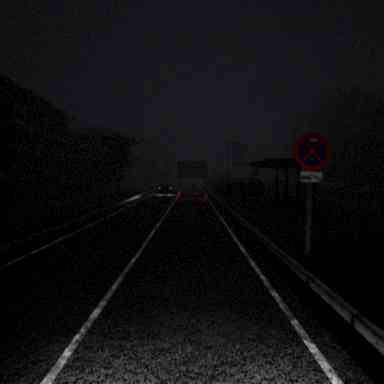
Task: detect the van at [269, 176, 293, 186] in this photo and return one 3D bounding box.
[{"bbox_3d":[18.882,-2.307,70.529,4.442,1.987,1.878,0,3,0],"label":"van"}]

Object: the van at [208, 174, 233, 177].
[{"bbox_3d":[5.807,-2.101,67.150,4.442,1.987,1.878,0,3,0],"label":"van"}]

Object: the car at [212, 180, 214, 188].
[{"bbox_3d":[5.542,-0.510,41.959,5.366,1.575,1.946,0,3,0],"label":"car"}]

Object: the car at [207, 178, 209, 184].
[{"bbox_3d":[5.696,-1.513,61.564,4.674,1.452,2.002,0,3,0],"label":"car"}]

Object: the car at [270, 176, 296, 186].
[{"bbox_3d":[18.745,-2.004,64.984,5.566,2.045,2.435,0,3,0],"label":"car"}]

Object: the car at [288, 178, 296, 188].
[{"bbox_3d":[18.784,-1.136,53.908,5.008,1.535,2.097,0,3,0],"label":"car"}]

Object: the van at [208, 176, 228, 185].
[{"bbox_3d":[5.794,-2.605,75.543,4.442,1.987,1.878,0,3,0],"label":"van"}]

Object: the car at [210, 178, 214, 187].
[{"bbox_3d":[5.710,-0.946,50.358,5.008,1.535,2.097,0,3,0],"label":"car"}]

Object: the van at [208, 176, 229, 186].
[{"bbox_3d":[5.798,-2.437,72.744,4.442,1.987,1.878,0,3,0],"label":"van"}]

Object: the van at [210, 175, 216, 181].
[{"bbox_3d":[5.594,-1.318,53.149,4.442,1.987,1.878,0,3,0],"label":"van"}]

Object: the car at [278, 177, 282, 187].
[{"bbox_3d":[18.806,-1.564,62.230,4.792,1.488,2.163,0,3,0],"label":"car"}]

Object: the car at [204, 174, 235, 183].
[{"bbox_3d":[5.658,-2.294,69.944,5.566,2.045,2.435,0,3,0],"label":"car"}]

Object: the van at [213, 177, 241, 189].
[{"bbox_3d":[5.823,-1.469,55.947,4.442,1.987,1.878,0,3,0],"label":"van"}]

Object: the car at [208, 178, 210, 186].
[{"bbox_3d":[5.732,-1.365,58.760,4.792,1.488,2.163,0,3,0],"label":"car"}]

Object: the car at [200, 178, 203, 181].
[{"bbox_3d":[5.633,-3.303,86.734,5.566,2.045,2.435,0,3,0],"label":"car"}]

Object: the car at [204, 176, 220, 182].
[{"bbox_3d":[5.617,-3.681,95.136,4.553,1.767,2.185,0,3,0],"label":"car"}]

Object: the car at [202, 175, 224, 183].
[{"bbox_3d":[5.629,-3.471,89.532,5.566,2.045,2.435,0,3,0],"label":"car"}]

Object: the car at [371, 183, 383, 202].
[{"bbox_3d":[18.797,0.198,28.962,4.792,1.488,2.163,0,3,0],"label":"car"}]

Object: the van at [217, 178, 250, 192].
[{"bbox_3d":[5.836,-1.025,47.547,4.442,1.987,1.878,0,3,0],"label":"van"}]

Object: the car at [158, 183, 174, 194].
[{"bbox_3d":[-3.344,-0.472,43.431,1.895,1.301,4.718,0,3,0],"label":"car"}]

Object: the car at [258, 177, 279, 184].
[{"bbox_3d":[18.779,-2.872,81.618,4.553,1.767,2.185,0,3,0],"label":"car"}]

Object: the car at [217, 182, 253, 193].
[{"bbox_3d":[5.726,-0.613,44.761,4.674,1.452,2.002,0,3,0],"label":"car"}]

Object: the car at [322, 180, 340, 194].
[{"bbox_3d":[18.816,-0.409,40.047,4.892,1.521,2.231,0,3,0],"label":"car"}]

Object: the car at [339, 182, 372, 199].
[{"bbox_3d":[18.632,-0.124,34.504,5.366,1.575,1.946,0,3,0],"label":"car"}]

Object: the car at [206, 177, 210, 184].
[{"bbox_3d":[5.701,-1.713,64.360,4.892,1.521,2.231,0,3,0],"label":"car"}]

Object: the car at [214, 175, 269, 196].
[{"bbox_3d":[5.703,-0.612,39.147,5.566,2.045,2.435,0,3,0],"label":"car"}]

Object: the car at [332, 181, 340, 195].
[{"bbox_3d":[18.843,-0.236,37.278,4.792,1.488,2.163,0,3,0],"label":"car"}]

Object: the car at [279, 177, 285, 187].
[{"bbox_3d":[18.752,-1.406,59.451,4.792,1.488,2.163,0,3,0],"label":"car"}]

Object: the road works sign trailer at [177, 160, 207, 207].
[{"bbox_3d":[0.024,-0.714,26.365,2.380,3.560,2.880,0,3,2],"label":"road works sign trailer"}]

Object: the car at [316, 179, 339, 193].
[{"bbox_3d":[18.811,-0.555,42.819,5.008,1.535,2.097,0,3,0],"label":"car"}]

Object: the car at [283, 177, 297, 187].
[{"bbox_3d":[18.970,-1.289,56.681,5.366,1.575,1.946,0,3,0],"label":"car"}]

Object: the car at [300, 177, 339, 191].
[{"bbox_3d":[18.769,-1.095,48.350,5.566,2.045,2.435,0,3,0],"label":"car"}]

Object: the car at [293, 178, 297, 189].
[{"bbox_3d":[18.787,-0.988,51.134,4.892,1.521,2.231,0,3,0],"label":"car"}]

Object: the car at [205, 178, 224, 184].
[{"bbox_3d":[5.663,-2.844,83.953,4.674,1.452,2.002,0,3,0],"label":"car"}]

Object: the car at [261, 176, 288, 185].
[{"bbox_3d":[18.785,-2.665,76.068,5.566,2.045,2.435,0,3,0],"label":"car"}]

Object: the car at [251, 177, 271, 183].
[{"bbox_3d":[18.742,-3.245,89.937,4.892,1.521,2.231,0,3,0],"label":"car"}]

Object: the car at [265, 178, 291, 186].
[{"bbox_3d":[18.947,-2.251,73.312,5.366,1.575,1.946,0,3,0],"label":"car"}]
